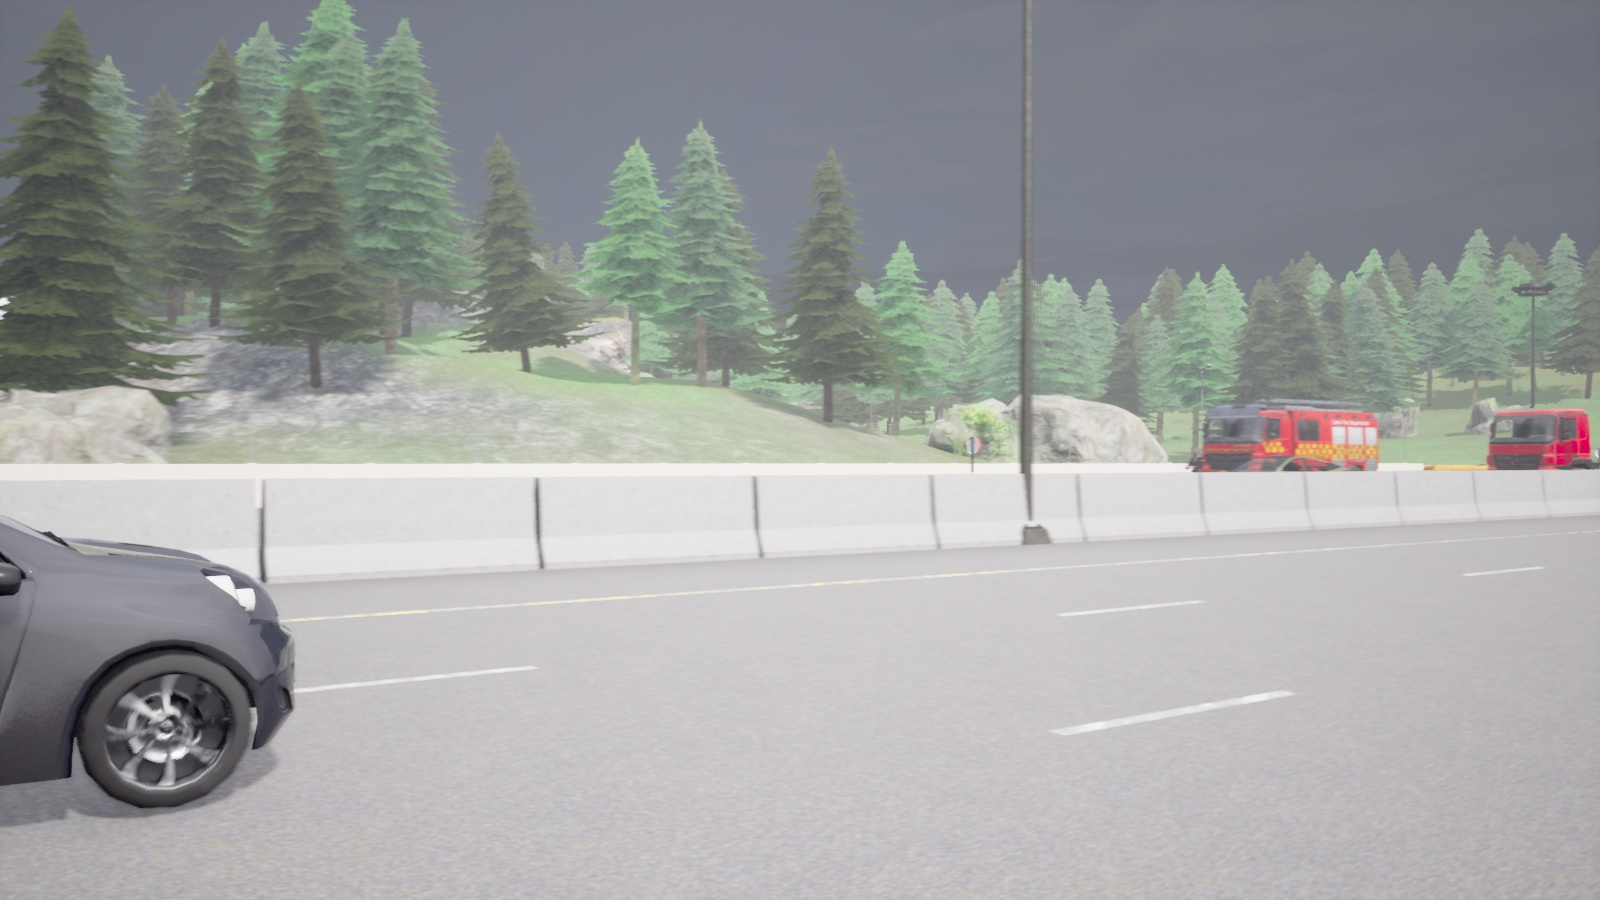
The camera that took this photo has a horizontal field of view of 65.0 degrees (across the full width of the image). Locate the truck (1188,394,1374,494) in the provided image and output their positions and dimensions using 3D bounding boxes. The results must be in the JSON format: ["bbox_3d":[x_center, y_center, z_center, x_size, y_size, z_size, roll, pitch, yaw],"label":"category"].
[{"bbox_3d":[19.860,-0.217,51.598,8.468,3.827,2.891,0,0,-35],"label":"truck"}]

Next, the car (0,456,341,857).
[{"bbox_3d":[-3.999,0.779,5.140,3.633,1.501,1.845,0,0,-35],"label":"car"}]

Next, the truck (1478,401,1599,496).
[{"bbox_3d":[30.605,-0.045,48.881,7.936,3.462,2.891,0,0,-21],"label":"truck"}]

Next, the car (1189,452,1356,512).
[{"bbox_3d":[12.760,0.825,33.860,4.514,1.525,2.007,0,0,-35],"label":"car"}]
